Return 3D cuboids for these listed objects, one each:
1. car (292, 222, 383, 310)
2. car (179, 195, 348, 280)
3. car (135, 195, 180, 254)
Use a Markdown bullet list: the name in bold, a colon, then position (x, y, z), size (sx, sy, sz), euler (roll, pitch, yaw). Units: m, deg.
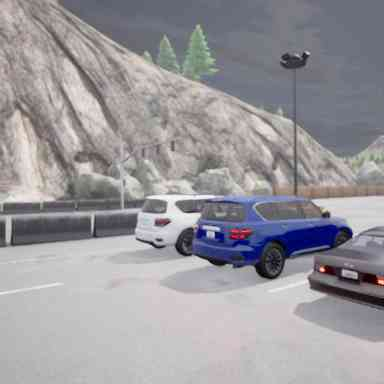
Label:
- **car**: position (4.779, 1.438, 7.234), size (5.357, 1.411, 2.033), euler (-1, 1, -36)
- **car**: position (2.587, 1.115, 9.940), size (5.566, 2.045, 2.150), euler (-1, 1, -38)
- **car**: position (0.564, 1.115, 12.818), size (5.566, 2.045, 2.150), euler (-1, 1, -36)
